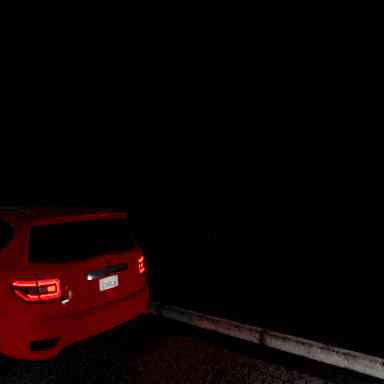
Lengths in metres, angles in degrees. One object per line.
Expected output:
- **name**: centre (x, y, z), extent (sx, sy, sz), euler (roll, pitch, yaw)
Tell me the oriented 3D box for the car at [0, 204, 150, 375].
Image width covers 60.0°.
- **car**: centre (-3.237, 1.229, 5.686), extent (5.566, 2.045, 2.150), euler (0, 0, 35)
